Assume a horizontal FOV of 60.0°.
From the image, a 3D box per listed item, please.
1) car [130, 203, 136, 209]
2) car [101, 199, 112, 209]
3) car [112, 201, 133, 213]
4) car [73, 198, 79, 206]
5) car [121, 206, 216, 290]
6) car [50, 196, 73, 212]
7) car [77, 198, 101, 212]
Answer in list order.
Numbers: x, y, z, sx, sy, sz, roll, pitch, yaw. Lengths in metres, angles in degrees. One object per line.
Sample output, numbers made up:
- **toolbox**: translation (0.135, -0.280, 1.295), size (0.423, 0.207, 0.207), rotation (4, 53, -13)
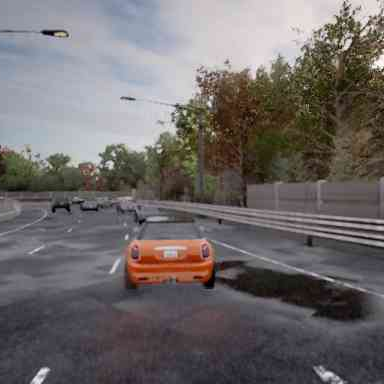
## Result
- **car**: translation (-3.317, 1.730, 25.440), size (1.994, 1.385, 4.181), rotation (0, 0, -15)
- **car**: translation (-13.835, 1.867, 52.170), size (2.128, 1.511, 4.902), rotation (0, 0, -28)
- **car**: translation (-7.656, 1.814, 38.965), size (2.033, 1.411, 5.357), rotation (0, 0, -21)
- **car**: translation (-22.810, 1.979, 66.275), size (1.882, 1.535, 5.008), rotation (0, 0, -38)
- **car**: translation (-0.648, 1.414, 9.505), size (2.097, 1.767, 4.553), rotation (0, 0, -5)
- **car**: translation (-17.946, 1.578, 45.307), size (2.150, 2.045, 5.566), rotation (0, 0, -26)
- **car**: translation (-13.974, 1.898, 44.977), size (1.994, 1.385, 4.181), rotation (0, 0, -24)
